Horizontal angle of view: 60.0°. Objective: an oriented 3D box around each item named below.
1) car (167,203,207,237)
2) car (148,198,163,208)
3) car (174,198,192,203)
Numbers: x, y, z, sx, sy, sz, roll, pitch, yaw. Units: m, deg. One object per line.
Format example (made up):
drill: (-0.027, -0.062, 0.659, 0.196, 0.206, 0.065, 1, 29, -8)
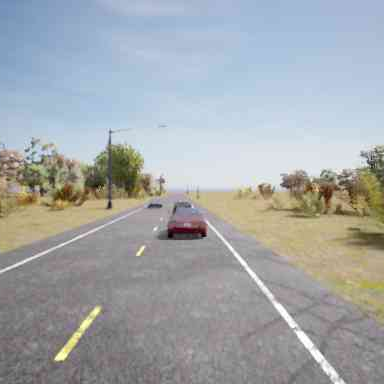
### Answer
car: (-0.297, 1.540, 18.025, 1.994, 1.385, 4.181, 0, 0, -2)
car: (-5.008, 1.500, 46.455, 2.033, 1.411, 5.357, 0, 0, -2)
car: (-1.022, 1.442, 36.860, 2.128, 1.511, 4.902, 0, 0, -2)
